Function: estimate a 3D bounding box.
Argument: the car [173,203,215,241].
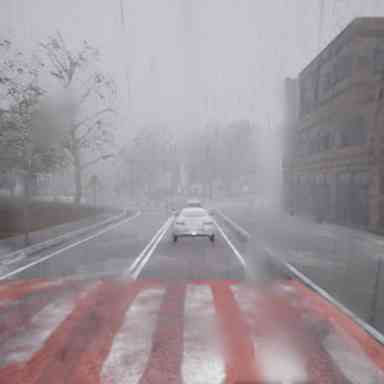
[{"bbox_3d":[0.090,1.454,16.156,1.812,1.442,4.674,0,0,0],"label":"car"}]

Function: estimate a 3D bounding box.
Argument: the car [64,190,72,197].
[{"bbox_3d":[-26.762,0.316,73.580,1.994,1.385,4.181,0,2,2],"label":"car"}]

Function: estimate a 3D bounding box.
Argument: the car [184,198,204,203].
[{"bbox_3d":[0.195,1.324,32.941,1.812,1.442,4.674,0,1,3],"label":"car"}]

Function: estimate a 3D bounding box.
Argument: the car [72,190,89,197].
[{"bbox_3d":[-23.571,0.332,71.228,1.837,1.490,4.892,0,2,-3],"label":"car"}]
